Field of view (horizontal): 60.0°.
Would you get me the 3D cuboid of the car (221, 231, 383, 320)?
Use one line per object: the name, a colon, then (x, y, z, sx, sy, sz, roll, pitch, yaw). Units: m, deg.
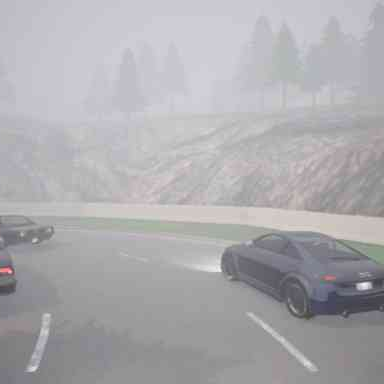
car: (2.252, 1.565, 7.530, 1.994, 1.385, 4.181, 0, 0, -20)

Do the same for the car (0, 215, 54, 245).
car: (-8.222, 1.610, 13.925, 4.718, 1.301, 1.895, 0, 0, 23)

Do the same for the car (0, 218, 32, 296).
car: (-5.540, 1.553, 7.954, 2.033, 1.411, 5.357, 0, 0, -36)
